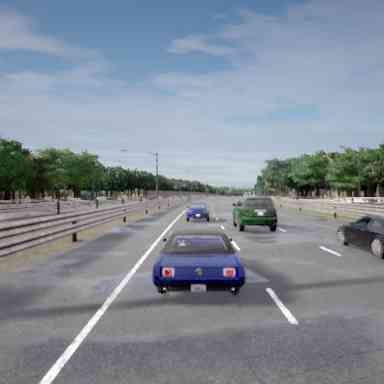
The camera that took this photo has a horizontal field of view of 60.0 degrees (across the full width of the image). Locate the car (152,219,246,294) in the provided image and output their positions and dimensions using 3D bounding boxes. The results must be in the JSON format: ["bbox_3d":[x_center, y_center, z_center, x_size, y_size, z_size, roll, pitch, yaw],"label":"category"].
[{"bbox_3d":[0.157,1.630,8.834,1.895,1.301,4.718,0,0,1],"label":"car"}]

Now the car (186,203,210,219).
[{"bbox_3d":[0.513,1.621,27.739,1.812,1.442,4.674,0,0,2],"label":"car"}]

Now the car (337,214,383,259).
[{"bbox_3d":[7.211,1.569,12.594,1.812,1.442,4.674,0,0,1],"label":"car"}]

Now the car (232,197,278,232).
[{"bbox_3d":[3.840,1.295,20.940,2.150,2.045,5.566,0,0,2],"label":"car"}]
